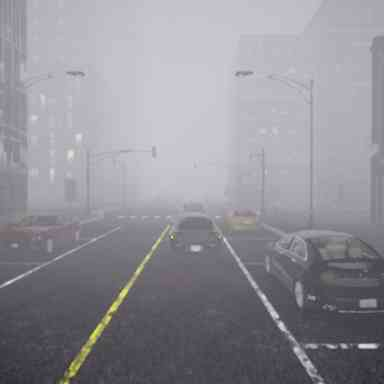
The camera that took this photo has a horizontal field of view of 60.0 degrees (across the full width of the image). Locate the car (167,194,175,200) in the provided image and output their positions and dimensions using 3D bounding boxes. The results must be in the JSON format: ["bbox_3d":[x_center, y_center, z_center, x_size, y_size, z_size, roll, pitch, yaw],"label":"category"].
[{"bbox_3d":[-5.723,1.352,90.653,1.887,1.381,4.507,-1,0,0],"label":"car"}]

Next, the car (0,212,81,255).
[{"bbox_3d":[-5.835,1.515,13.185,1.887,1.381,4.507,-1,0,0],"label":"car"}]

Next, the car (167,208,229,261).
[{"bbox_3d":[0.097,1.500,12.028,1.812,1.442,4.674,0,-1,0],"label":"car"}]

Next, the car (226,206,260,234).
[{"bbox_3d":[2.803,1.483,18.943,1.752,1.417,4.829,-1,0,0],"label":"car"}]

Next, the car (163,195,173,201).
[{"bbox_3d":[-5.720,1.375,79.344,1.887,1.381,4.507,-1,0,0],"label":"car"}]

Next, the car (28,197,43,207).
[{"bbox_3d":[-21.671,1.191,42.398,4.829,1.417,1.752,0,1,1],"label":"car"}]

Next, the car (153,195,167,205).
[{"bbox_3d":[-5.715,1.403,56.557,1.752,1.417,4.829,-1,0,0],"label":"car"}]

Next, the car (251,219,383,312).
[{"bbox_3d":[2.806,1.534,7.485,2.008,1.369,4.403,-1,0,0],"label":"car"}]

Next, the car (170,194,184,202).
[{"bbox_3d":[-3.015,1.393,68.440,2.033,1.411,5.357,0,0,0],"label":"car"}]

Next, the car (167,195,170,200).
[{"bbox_3d":[-5.716,1.431,62.381,1.947,1.339,4.313,-1,0,0],"label":"car"}]

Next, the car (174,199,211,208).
[{"bbox_3d":[0.084,1.441,22.571,2.128,1.511,4.902,0,0,0],"label":"car"}]

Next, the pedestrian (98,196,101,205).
[{"bbox_3d":[-12.559,1.110,45.246,0.375,1.300,0.375,0,1,1],"label":"pedestrian"}]

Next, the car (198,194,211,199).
[{"bbox_3d":[2.663,1.416,62.383,2.008,1.369,4.403,-1,0,0],"label":"car"}]

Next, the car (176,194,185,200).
[{"bbox_3d":[-3.019,1.319,84.825,2.128,1.511,4.902,0,0,0],"label":"car"}]

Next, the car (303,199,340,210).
[{"bbox_3d":[16.304,1.540,41.910,4.403,1.369,2.008,0,1,1],"label":"car"}]

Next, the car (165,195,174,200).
[{"bbox_3d":[-5.721,1.401,84.999,1.802,1.307,4.206,-1,0,0],"label":"car"}]
